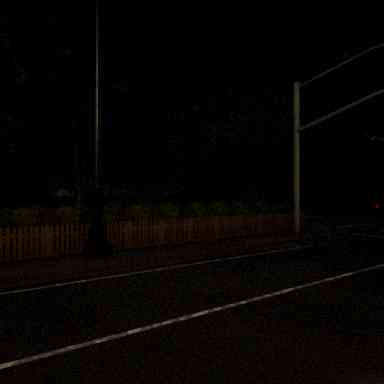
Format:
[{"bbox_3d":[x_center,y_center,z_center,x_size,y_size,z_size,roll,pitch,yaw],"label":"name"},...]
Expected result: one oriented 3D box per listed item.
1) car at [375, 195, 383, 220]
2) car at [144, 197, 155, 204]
[{"bbox_3d":[15.469,1.214,22.510,2.150,2.045,5.566,0,-1,-35],"label":"car"},{"bbox_3d":[-7.160,1.568,55.231,1.994,1.385,4.181,0,0,-35],"label":"car"}]
